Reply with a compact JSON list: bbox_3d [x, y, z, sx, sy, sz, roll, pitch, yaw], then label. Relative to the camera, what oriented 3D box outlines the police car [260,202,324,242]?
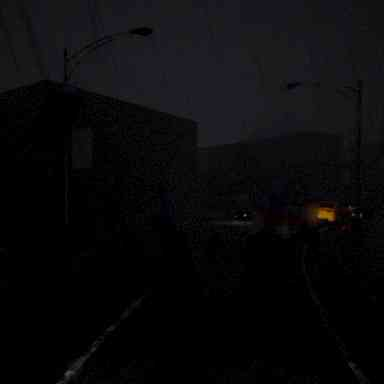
[{"bbox_3d":[5.064,1.354,16.272,1.930,1.638,5.238,1,1,26],"label":"police car"}]

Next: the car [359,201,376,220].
[{"bbox_3d":[13.874,1.463,28.123,4.892,1.490,1.837,0,1,-43],"label":"car"}]

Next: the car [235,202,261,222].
[{"bbox_3d":[4.817,1.401,24.394,1.994,1.385,4.181,1,1,36],"label":"car"}]

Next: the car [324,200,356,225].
[{"bbox_3d":[10.037,1.411,24.037,1.882,1.535,5.008,2,1,39],"label":"car"}]
